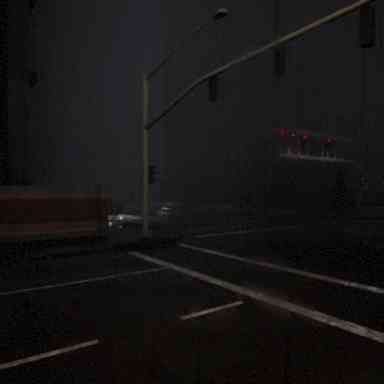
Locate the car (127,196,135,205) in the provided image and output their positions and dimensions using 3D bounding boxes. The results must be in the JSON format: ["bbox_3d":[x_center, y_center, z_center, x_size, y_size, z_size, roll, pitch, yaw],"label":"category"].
[{"bbox_3d":[-11.238,1.484,55.843,2.128,1.511,4.902,0,0,-35],"label":"car"}]

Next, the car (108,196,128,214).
[{"bbox_3d":[-8.892,1.488,34.422,2.128,1.511,4.902,0,0,-36],"label":"car"}]

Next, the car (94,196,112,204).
[{"bbox_3d":[-17.218,1.521,64.042,1.812,1.442,4.674,0,0,-36],"label":"car"}]
